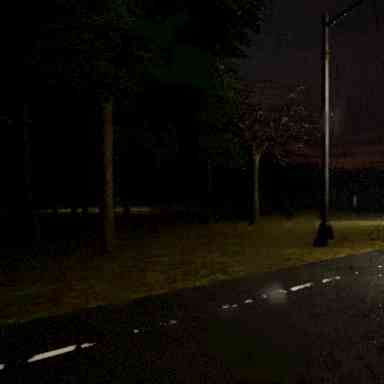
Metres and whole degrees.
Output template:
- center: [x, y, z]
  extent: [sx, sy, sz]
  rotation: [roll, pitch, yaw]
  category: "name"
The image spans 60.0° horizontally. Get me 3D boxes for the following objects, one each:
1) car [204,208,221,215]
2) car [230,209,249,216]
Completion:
- center: [4.594, 4.347, 76.127]
  extent: [2.128, 1.511, 4.902]
  rotation: [-1, -1, -34]
  category: "car"
- center: [10.093, 4.127, 68.110]
  extent: [2.033, 1.411, 5.357]
  rotation: [-1, -2, -34]
  category: "car"
